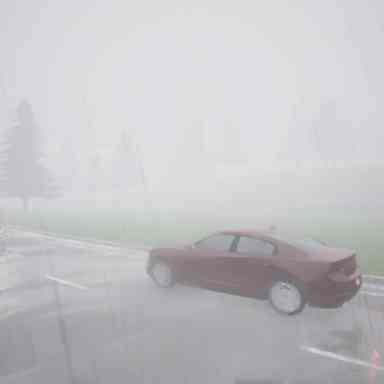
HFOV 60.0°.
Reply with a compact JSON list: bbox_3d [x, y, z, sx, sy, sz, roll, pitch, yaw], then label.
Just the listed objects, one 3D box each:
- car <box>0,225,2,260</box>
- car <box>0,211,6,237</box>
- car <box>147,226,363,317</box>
[{"bbox_3d":[-8.035,1.528,10.712,4.553,1.767,2.097,-1,-1,41],"label":"car"},{"bbox_3d":[-13.327,1.862,20.242,5.357,1.411,2.033,-1,-1,44],"label":"car"},{"bbox_3d":[1.121,1.537,7.695,5.008,1.535,1.882,-1,-1,37],"label":"car"}]
